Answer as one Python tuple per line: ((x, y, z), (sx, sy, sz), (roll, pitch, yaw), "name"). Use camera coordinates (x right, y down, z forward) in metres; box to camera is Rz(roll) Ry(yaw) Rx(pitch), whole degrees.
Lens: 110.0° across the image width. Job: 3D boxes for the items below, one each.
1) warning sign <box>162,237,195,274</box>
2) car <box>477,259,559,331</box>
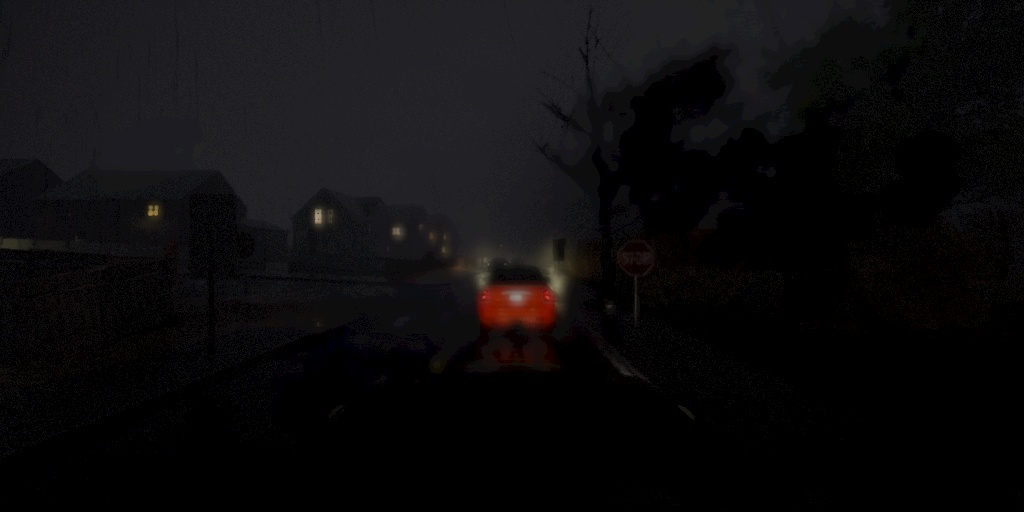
((-19.759, -0.044, 20.902), (1.060, 1.860, 1.300), (0, 0, 0), "warning sign")
((0.199, 1.081, 11.070), (2.097, 1.767, 4.553), (0, 0, 2), "car")
